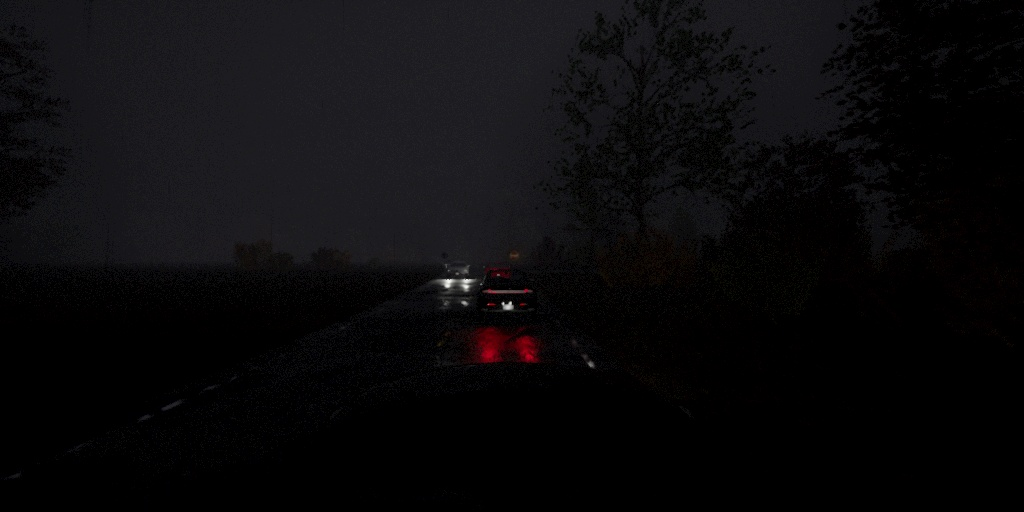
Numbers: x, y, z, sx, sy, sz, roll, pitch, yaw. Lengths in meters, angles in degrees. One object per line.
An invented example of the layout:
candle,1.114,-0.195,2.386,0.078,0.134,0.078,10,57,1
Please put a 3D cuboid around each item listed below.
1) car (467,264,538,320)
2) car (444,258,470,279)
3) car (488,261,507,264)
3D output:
car,-0.197,1.205,12.488,2.128,1.511,4.902,0,0,-2
car,-4.688,1.171,31.538,1.812,1.442,4.674,0,0,-6
car,-1.109,1.140,26.423,1.882,1.535,5.008,0,0,-5
